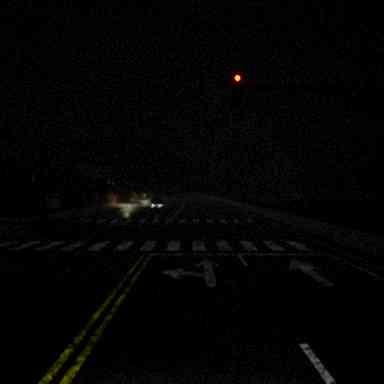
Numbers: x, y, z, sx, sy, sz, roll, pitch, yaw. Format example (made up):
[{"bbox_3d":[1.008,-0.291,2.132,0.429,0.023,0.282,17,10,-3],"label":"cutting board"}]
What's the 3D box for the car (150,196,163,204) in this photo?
[{"bbox_3d":[-6.327,1.473,59.638,1.994,1.385,4.181,0,1,0],"label":"car"}]
